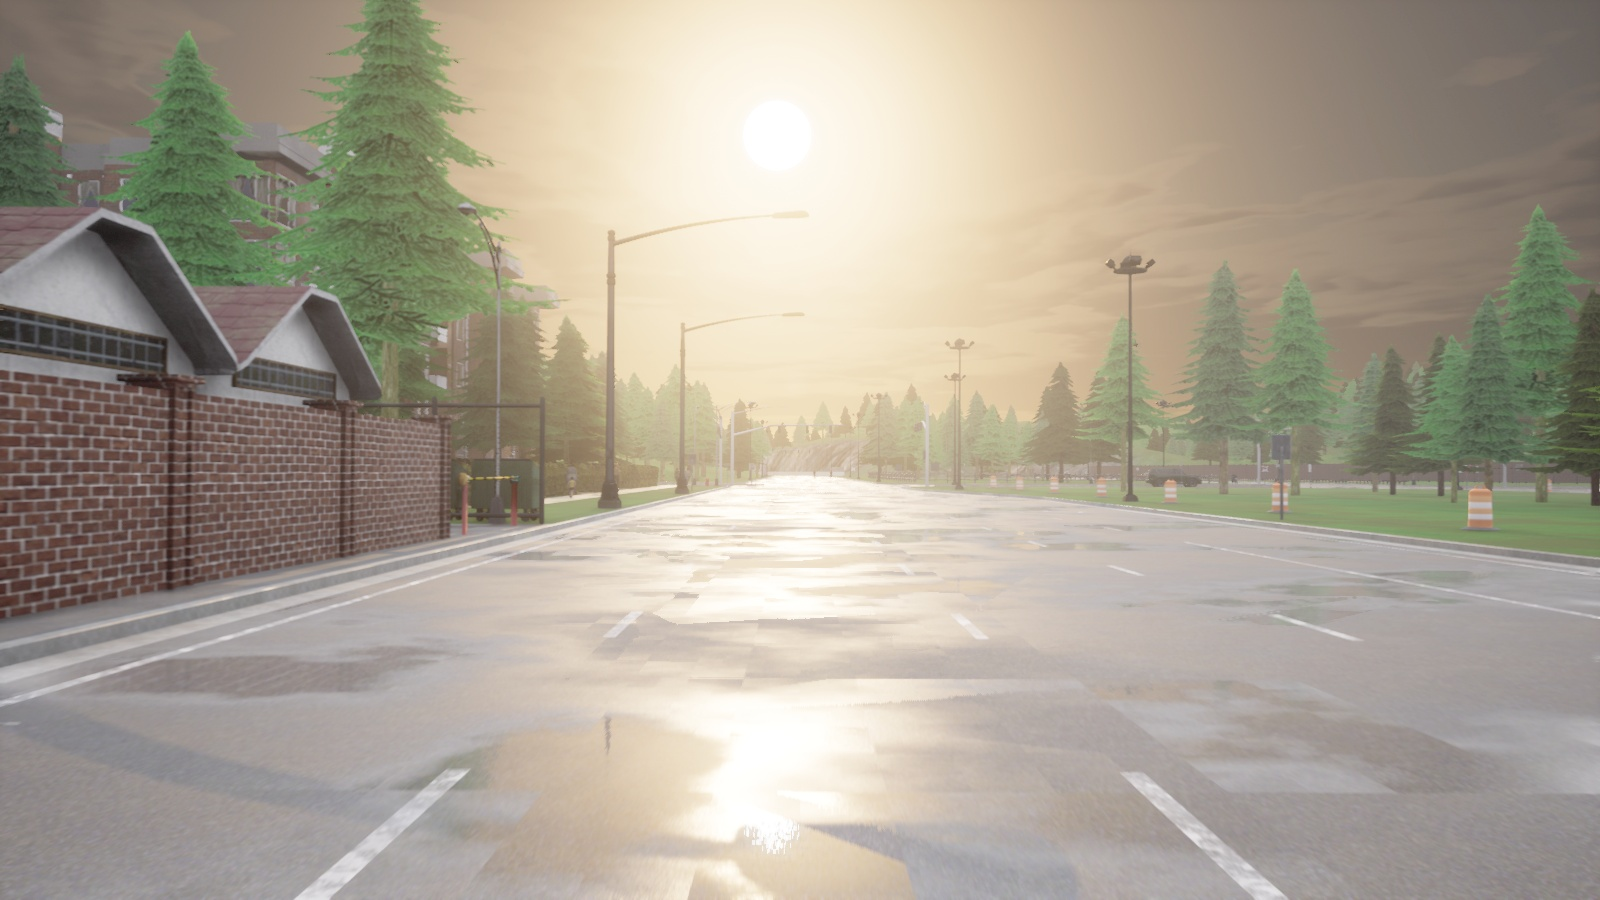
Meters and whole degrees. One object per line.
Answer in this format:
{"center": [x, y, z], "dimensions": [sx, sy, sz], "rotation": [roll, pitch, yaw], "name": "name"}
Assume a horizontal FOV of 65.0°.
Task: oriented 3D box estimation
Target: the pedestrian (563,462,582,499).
{"center": [-11.744, 1.577, 64.851], "dimensions": [0.874, 1.855, 0.900], "rotation": [0, -1, -1], "name": "pedestrian"}

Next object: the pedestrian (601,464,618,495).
{"center": [-11.219, 1.727, 73.952], "dimensions": [0.874, 1.855, 0.900], "rotation": [0, -1, 1], "name": "pedestrian"}
